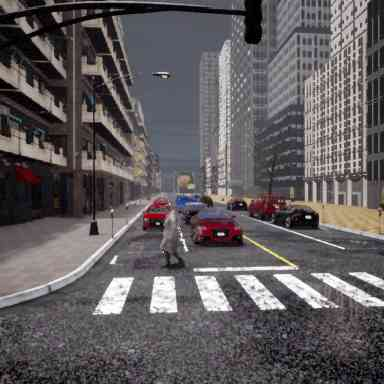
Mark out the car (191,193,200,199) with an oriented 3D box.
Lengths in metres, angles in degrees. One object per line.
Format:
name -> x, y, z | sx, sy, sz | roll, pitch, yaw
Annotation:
car -> 0.973, 1.095, 86.745 | 2.008, 1.369, 4.403 | 0, 0, -5

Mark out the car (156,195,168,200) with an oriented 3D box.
car -> -3.353, 1.343, 36.524 | 1.887, 1.381, 4.507 | 0, 0, -5

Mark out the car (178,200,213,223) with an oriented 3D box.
car -> 0.271, 1.463, 23.859 | 1.895, 1.301, 4.718 | 0, 0, -5

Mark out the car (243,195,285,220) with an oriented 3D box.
car -> 5.896, 1.154, 26.193 | 2.192, 1.841, 5.009 | 0, 0, -5

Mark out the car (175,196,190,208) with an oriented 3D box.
car -> -1.365, 1.256, 44.612 | 1.837, 1.490, 4.892 | 0, 0, -4

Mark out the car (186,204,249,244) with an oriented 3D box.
car -> 0.980, 1.476, 15.108 | 1.994, 1.385, 4.181 | 0, 0, -5

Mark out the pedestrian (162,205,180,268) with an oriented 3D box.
pedestrian -> -0.621, 1.241, 9.667 | 0.375, 1.860, 0.375 | 0, 0, -5

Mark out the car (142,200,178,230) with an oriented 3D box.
car -> -2.010, 1.433, 20.011 | 1.887, 1.381, 4.507 | 0, 0, -5

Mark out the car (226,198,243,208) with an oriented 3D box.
car -> 5.000, 1.346, 37.202 | 1.947, 1.339, 4.313 | 0, 0, -5

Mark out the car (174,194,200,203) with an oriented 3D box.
car -> -0.563, 1.284, 34.229 | 1.882, 1.535, 5.008 | 0, 0, -4

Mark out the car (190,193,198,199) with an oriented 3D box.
car -> 0.526, 1.071, 92.250 | 2.008, 1.369, 4.403 | 0, 0, -5

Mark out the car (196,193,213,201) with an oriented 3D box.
car -> 1.728, 1.250, 44.787 | 1.837, 1.490, 4.892 | 0, 0, -4

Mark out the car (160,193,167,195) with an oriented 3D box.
car -> -4.234, 1.267, 47.364 | 1.752, 1.417, 4.829 | 0, 0, -5

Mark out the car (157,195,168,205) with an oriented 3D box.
car -> -4.682, 1.239, 52.870 | 1.752, 1.417, 4.829 | 0, 0, -5

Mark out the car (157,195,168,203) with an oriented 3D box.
car -> -5.143, 1.251, 58.543 | 1.947, 1.339, 4.313 | 0, 0, -5

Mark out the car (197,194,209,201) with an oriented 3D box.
car -> 2.315, 1.181, 70.231 | 1.947, 1.339, 4.313 | 0, 0, -5

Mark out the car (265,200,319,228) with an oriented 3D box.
car -> 6.342, 1.436, 20.689 | 1.947, 1.339, 4.313 | 0, 0, -5

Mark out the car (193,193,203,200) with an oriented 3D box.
car -> 1.421, 1.008, 81.239 | 1.967, 1.590, 4.097 | 0, 0, -5
